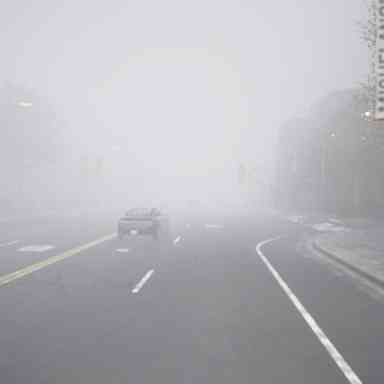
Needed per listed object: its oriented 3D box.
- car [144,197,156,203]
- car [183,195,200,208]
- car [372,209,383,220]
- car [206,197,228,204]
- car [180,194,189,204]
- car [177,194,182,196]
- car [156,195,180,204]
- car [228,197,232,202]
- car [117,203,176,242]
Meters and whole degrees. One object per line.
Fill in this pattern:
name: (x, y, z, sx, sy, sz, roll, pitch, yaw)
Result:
car: (-6.537, 1.617, 55.051, 1.812, 1.442, 4.674, 1, 0, 7)
car: (0.128, 1.672, 50.553, 1.812, 1.442, 4.674, 1, 0, 5)
car: (17.911, 1.788, 28.366, 4.674, 1.442, 1.812, 1, 0, 4)
car: (5.302, 1.733, 70.154, 1.882, 1.535, 5.008, 0, 0, 28)
car: (0.011, 1.702, 67.069, 2.128, 1.511, 4.902, 0, 0, 22)
car: (-2.248, 1.405, 70.680, 2.150, 2.045, 5.566, 1, 0, 23)
car: (-3.583, 1.657, 50.899, 2.033, 1.411, 5.357, 1, 0, 4)
car: (7.821, 1.865, 80.351, 1.895, 1.301, 4.718, 0, 0, 37)
car: (-2.311, 1.516, 16.654, 2.128, 1.511, 4.902, 1, 0, 4)
